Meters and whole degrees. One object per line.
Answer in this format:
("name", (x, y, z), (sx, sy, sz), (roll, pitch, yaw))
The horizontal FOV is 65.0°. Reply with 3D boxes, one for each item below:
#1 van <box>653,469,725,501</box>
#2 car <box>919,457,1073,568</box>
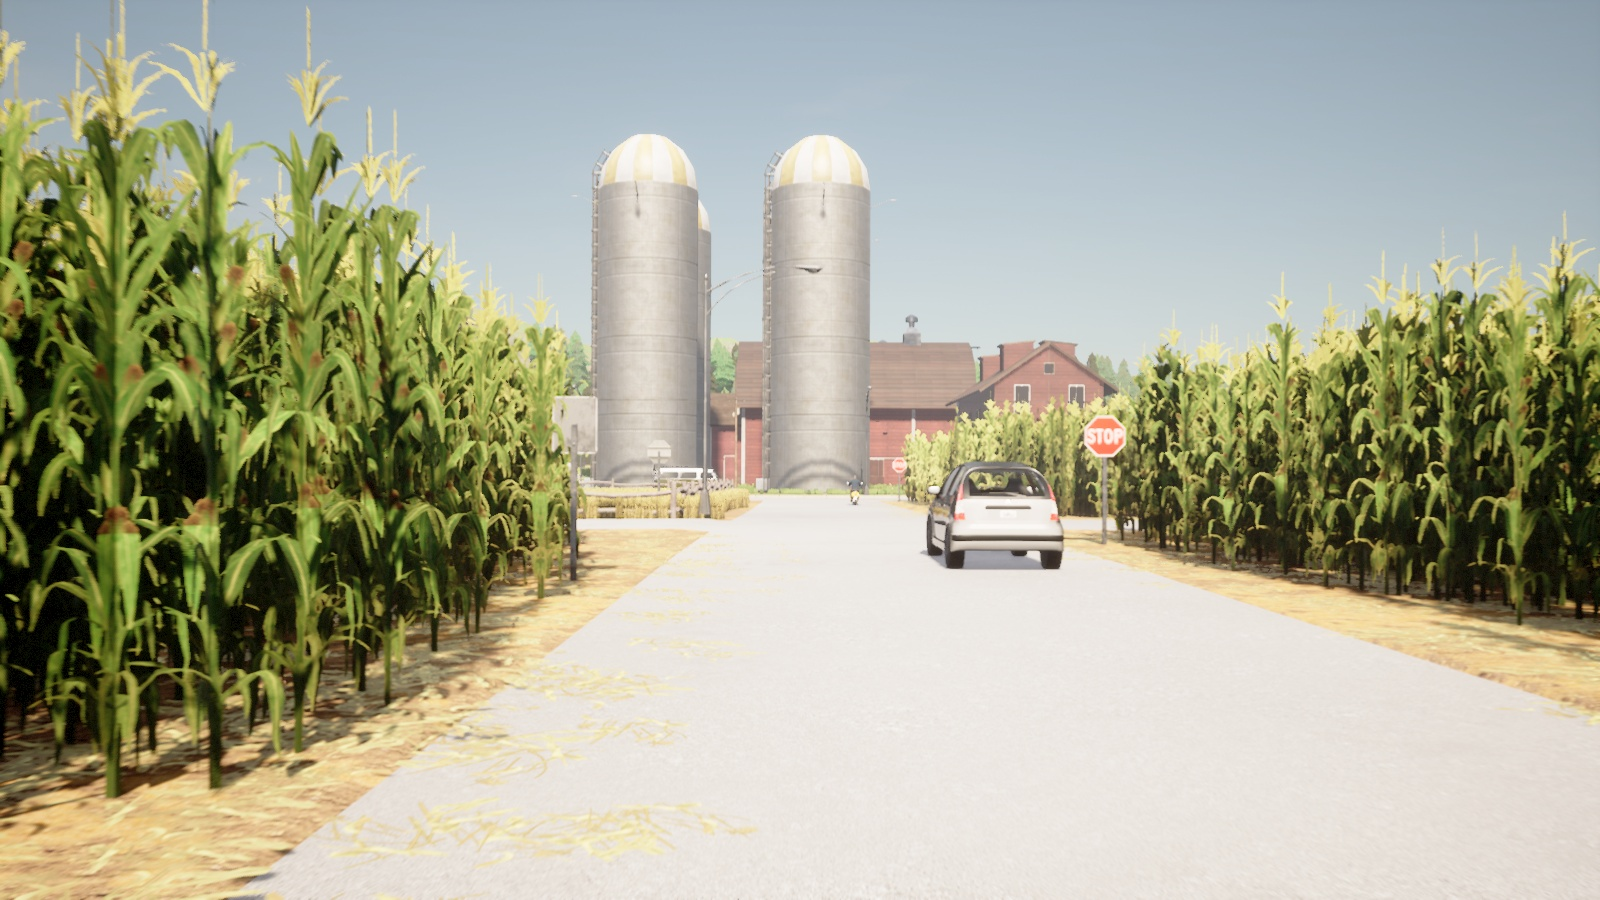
("van", (-7.234, 2.286, 82.063), (4.480, 2.038, 2.069), (-1, -1, 0))
("car", (3.049, 0.937, 20.340), (1.851, 1.617, 3.988), (0, -1, 0))
